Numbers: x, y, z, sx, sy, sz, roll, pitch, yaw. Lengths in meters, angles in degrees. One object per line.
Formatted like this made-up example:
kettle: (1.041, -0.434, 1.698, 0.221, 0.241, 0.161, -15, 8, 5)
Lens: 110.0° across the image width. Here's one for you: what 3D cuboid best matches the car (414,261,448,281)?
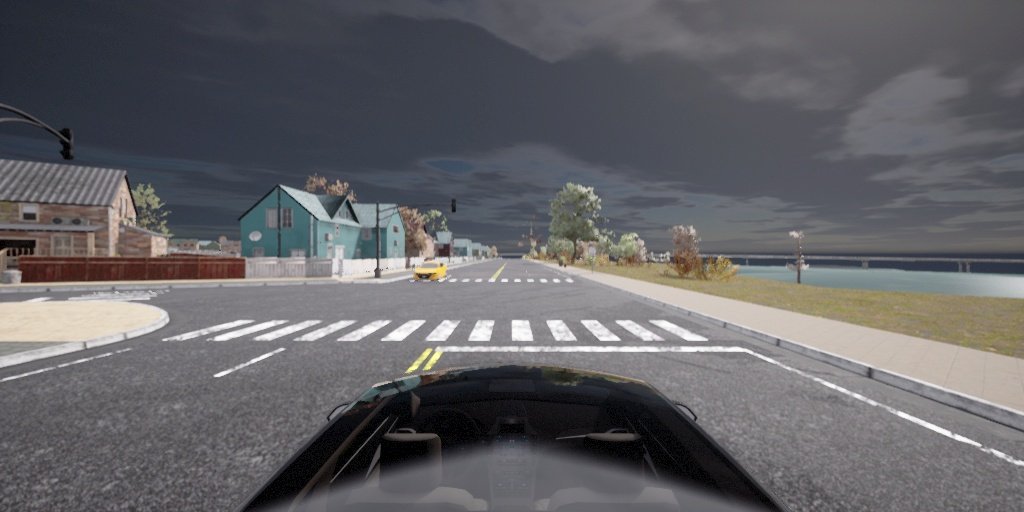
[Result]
car: (-6.438, 1.174, 28.740, 1.882, 1.535, 5.008, 0, 1, 0)
